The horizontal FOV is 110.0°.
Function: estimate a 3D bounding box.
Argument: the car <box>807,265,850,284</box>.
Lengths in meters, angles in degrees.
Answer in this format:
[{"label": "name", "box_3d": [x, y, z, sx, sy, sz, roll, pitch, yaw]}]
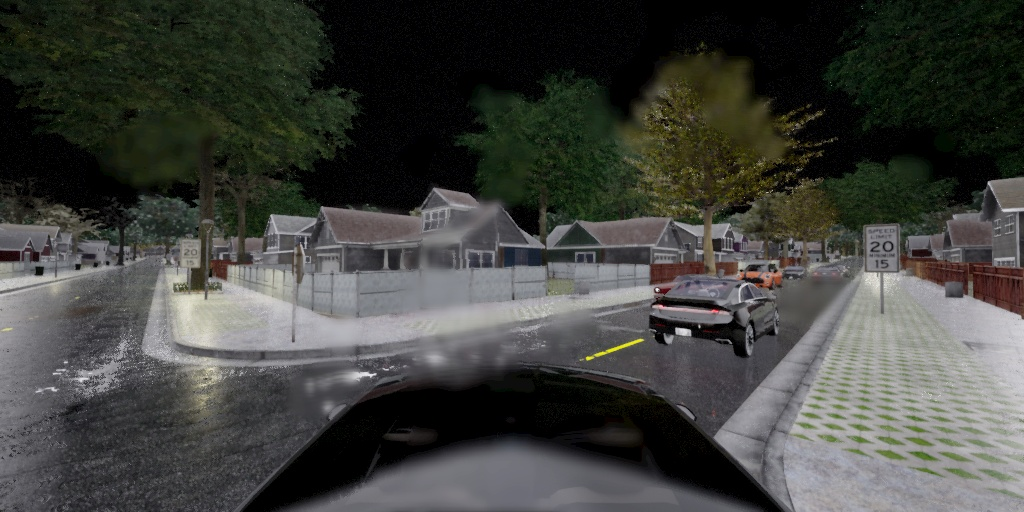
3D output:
[{"label": "car", "box_3d": [27.087, 1.567, 30.593, 5.357, 1.411, 2.033, 0, -1, -44]}]

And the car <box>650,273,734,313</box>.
[{"label": "car", "box_3d": [7.968, 1.488, 15.655, 4.718, 1.301, 1.895, 1, -1, -45]}]

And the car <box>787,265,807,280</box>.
[{"label": "car", "box_3d": [28.094, 1.648, 35.551, 5.357, 1.411, 2.033, 0, -1, -45]}]

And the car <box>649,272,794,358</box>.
[{"label": "car", "box_3d": [5.088, 1.301, 8.768, 4.902, 1.511, 2.128, 1, -1, -45]}]

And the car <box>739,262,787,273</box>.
[{"label": "car", "box_3d": [16.942, 1.332, 24.582, 4.553, 1.767, 2.097, 0, -1, -45]}]
